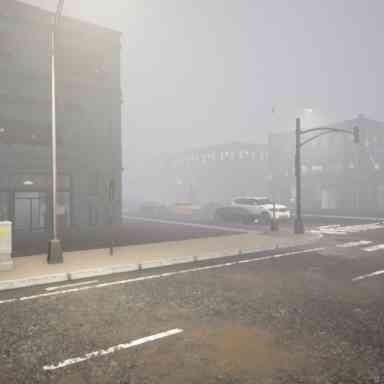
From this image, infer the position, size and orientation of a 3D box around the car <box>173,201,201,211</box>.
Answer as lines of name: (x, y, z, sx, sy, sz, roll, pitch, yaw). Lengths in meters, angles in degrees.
car: (-0.766, 1.963, 47.349, 1.802, 1.307, 4.206, -2, 0, -35)

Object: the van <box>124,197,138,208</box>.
van: (-10.390, 1.904, 60.885, 1.690, 1.788, 3.998, -1, 0, -35)

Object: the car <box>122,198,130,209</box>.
car: (-12.108, 2.130, 53.456, 1.994, 1.385, 4.181, -1, 0, -35)

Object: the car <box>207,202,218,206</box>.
car: (2.440, 1.901, 42.838, 1.802, 1.307, 4.206, -2, 0, -35)

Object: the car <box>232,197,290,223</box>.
car: (5.610, 1.443, 28.386, 2.150, 2.045, 5.566, -1, 0, -35)

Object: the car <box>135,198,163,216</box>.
car: (-4.394, 1.844, 37.981, 1.967, 1.590, 4.097, -1, 0, -35)

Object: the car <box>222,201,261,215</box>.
car: (5.645, 1.807, 38.325, 2.008, 1.369, 4.403, -2, 0, -35)

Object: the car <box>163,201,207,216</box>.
car: (-0.867, 1.828, 37.509, 1.882, 1.535, 5.008, -1, 0, -35)

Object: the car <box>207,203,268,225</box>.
car: (3.548, 1.812, 26.599, 1.947, 1.339, 4.313, -2, 0, -35)
